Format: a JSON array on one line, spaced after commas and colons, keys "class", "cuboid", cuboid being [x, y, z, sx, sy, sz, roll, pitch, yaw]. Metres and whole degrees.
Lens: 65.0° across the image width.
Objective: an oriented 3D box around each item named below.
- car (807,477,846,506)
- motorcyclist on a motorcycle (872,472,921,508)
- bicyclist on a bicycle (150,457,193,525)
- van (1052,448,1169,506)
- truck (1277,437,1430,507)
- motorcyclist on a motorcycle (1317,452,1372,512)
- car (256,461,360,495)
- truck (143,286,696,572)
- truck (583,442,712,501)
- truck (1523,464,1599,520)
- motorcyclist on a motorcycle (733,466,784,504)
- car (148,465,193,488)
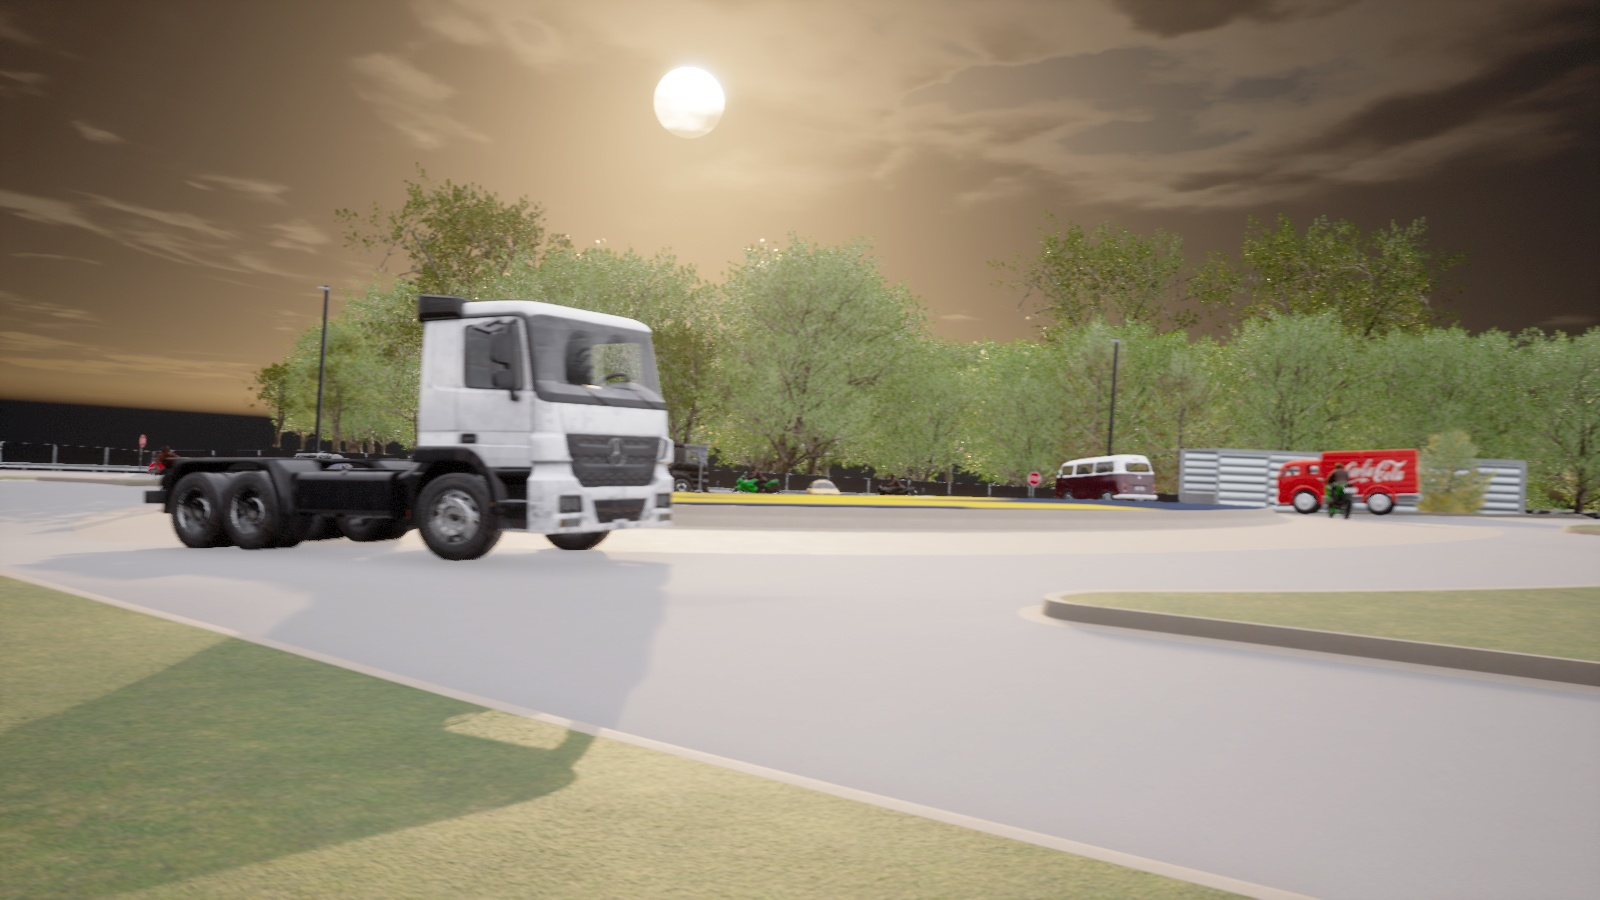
[{"class": "car", "cuboid": [1.600, 2.534, 77.779, 1.801, 1.575, 5.366, 1, 0, -5]}, {"class": "motorcyclist on a motorcycle", "cuboid": [4.285, 1.752, 55.546, 2.044, 1.523, 0.797, 1, 0, 12]}, {"class": "bicyclist on a bicycle", "cuboid": [-15.675, 1.005, 31.349, 0.582, 1.620, 1.656, -1, 0, -15]}, {"class": "van", "cuboid": [11.925, 1.096, 48.555, 2.069, 2.038, 4.480, 1, -4, -24]}, {"class": "truck", "cuboid": [21.783, 0.908, 49.435, 5.204, 2.467, 2.627, -4, -3, 29]}, {"class": "motorcyclist on a motorcycle", "cuboid": [14.461, 0.842, 33.410, 0.797, 1.523, 2.044, 2, -1, 7]}, {"class": "car", "cuboid": [-21.524, 1.240, 55.013, 3.806, 1.475, 1.970, 0, -2, -3]}, {"class": "truck", "cuboid": [-5.670, -0.171, 18.303, 7.936, 3.462, 2.891, -1, -1, 28]}, {"class": "truck", "cuboid": [-9.606, 1.343, 79.954, 7.936, 3.462, 2.891, 1, 0, -4]}, {"class": "truck", "cuboid": [51.791, 2.748, 81.494, 7.936, 3.462, 2.891, 1, 0, 1]}, {"class": "motorcyclist on a motorcycle", "cuboid": [-1.699, 1.432, 51.543, 2.044, 1.523, 0.797, 0, -4, 1]}, {"class": "car", "cuboid": [-40.620, 1.723, 81.043, 2.207, 1.376, 1.481, 1, 0, -7]}]
